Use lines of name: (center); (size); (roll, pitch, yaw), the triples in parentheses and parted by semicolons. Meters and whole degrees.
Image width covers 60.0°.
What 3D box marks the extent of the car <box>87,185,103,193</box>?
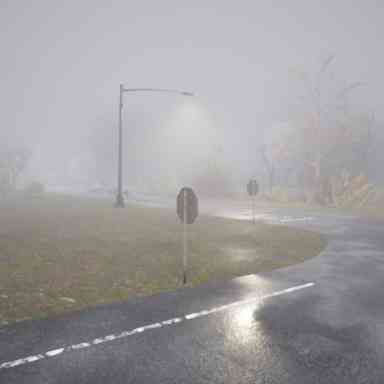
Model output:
car: (-17.457, -0.529, 59.977); (1.812, 1.442, 4.674); (0, 2, -36)

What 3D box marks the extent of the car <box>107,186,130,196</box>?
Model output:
car: (-11.388, -0.172, 51.505); (2.033, 1.411, 5.357); (0, 2, -36)
